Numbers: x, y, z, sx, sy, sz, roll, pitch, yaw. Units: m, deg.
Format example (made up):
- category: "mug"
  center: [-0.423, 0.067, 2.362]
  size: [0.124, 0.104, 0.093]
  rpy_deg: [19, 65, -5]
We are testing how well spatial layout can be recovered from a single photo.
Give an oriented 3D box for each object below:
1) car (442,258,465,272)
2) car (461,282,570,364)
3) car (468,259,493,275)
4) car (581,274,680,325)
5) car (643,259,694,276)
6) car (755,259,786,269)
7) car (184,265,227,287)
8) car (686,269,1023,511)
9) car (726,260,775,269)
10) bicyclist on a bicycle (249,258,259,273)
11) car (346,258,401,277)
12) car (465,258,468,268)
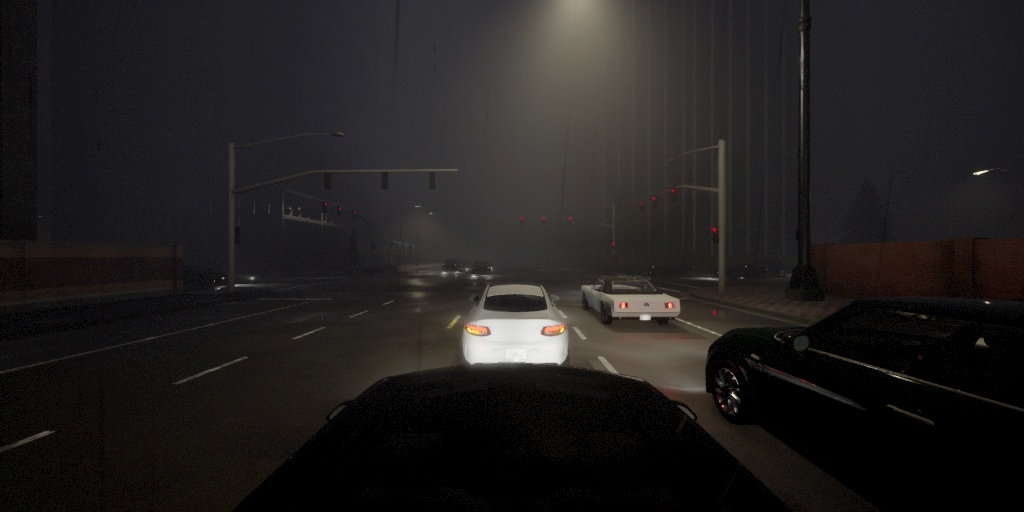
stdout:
- category: "car"
  center: [-7.860, 1.102, 46.923]
  size: [2.097, 1.767, 4.553]
  rpy_deg: [0, 0, -1]
- category: "car"
  center: [0.059, 1.276, 7.577]
  size: [1.812, 1.442, 4.674]
  rpy_deg: [0, 0, 0]
- category: "car"
  center: [-3.588, 1.227, 40.294]
  size: [1.882, 1.535, 5.008]
  rpy_deg: [0, 0, -11]
- category: "car"
  center: [3.563, 1.351, 11.795]
  size: [1.895, 1.301, 4.718]
  rpy_deg: [0, 0, 0]
- category: "car"
  center: [15.338, 1.102, 35.147]
  size: [4.553, 1.767, 2.097]
  rpy_deg: [0, 0, 0]
- category: "car"
  center: [24.230, 1.102, 35.229]
  size: [4.553, 1.767, 2.097]
  rpy_deg: [0, 0, 0]
- category: "car"
  center: [-21.419, 1.314, 24.093]
  size: [4.181, 1.385, 1.994]
  rpy_deg: [0, 0, 0]
- category: "car"
  center: [3.599, 1.102, 2.893]
  size: [2.097, 1.767, 4.553]
  rpy_deg: [0, 0, 0]
- category: "car"
  center: [20.189, 1.314, 31.693]
  size: [4.181, 1.385, 1.994]
  rpy_deg: [0, 0, -1]
- category: "bicyclist on a bicycle"
  center: [-28.409, 1.051, 39.513]
  size: [0.582, 1.620, 1.656]
  rpy_deg: [0, 0, -1]
- category: "car"
  center: [-13.658, 1.241, 35.265]
  size: [4.902, 1.511, 2.128]
  rpy_deg: [0, 1, -21]
- category: "car"
  center: [-8.036, 1.102, 58.711]
  size: [2.097, 1.767, 4.553]
  rpy_deg: [0, 0, -1]
